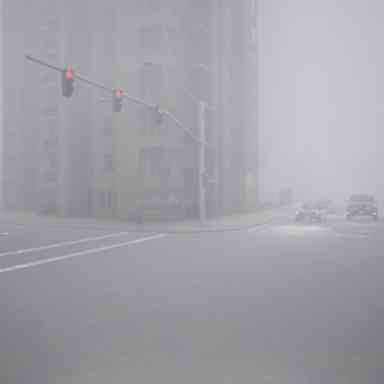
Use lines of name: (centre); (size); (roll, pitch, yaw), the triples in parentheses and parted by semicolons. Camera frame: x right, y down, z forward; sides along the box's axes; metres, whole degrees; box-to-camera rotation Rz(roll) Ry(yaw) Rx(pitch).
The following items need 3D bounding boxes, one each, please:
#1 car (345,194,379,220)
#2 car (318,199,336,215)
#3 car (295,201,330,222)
car: (14.209, 1.182, 27.752); (2.150, 2.045, 5.566); (-1, 0, 29)
car: (13.814, 1.493, 34.499); (1.837, 1.490, 4.892); (-1, 0, 28)
car: (9.446, 1.604, 26.274); (1.895, 1.301, 4.718); (-1, 0, 28)
